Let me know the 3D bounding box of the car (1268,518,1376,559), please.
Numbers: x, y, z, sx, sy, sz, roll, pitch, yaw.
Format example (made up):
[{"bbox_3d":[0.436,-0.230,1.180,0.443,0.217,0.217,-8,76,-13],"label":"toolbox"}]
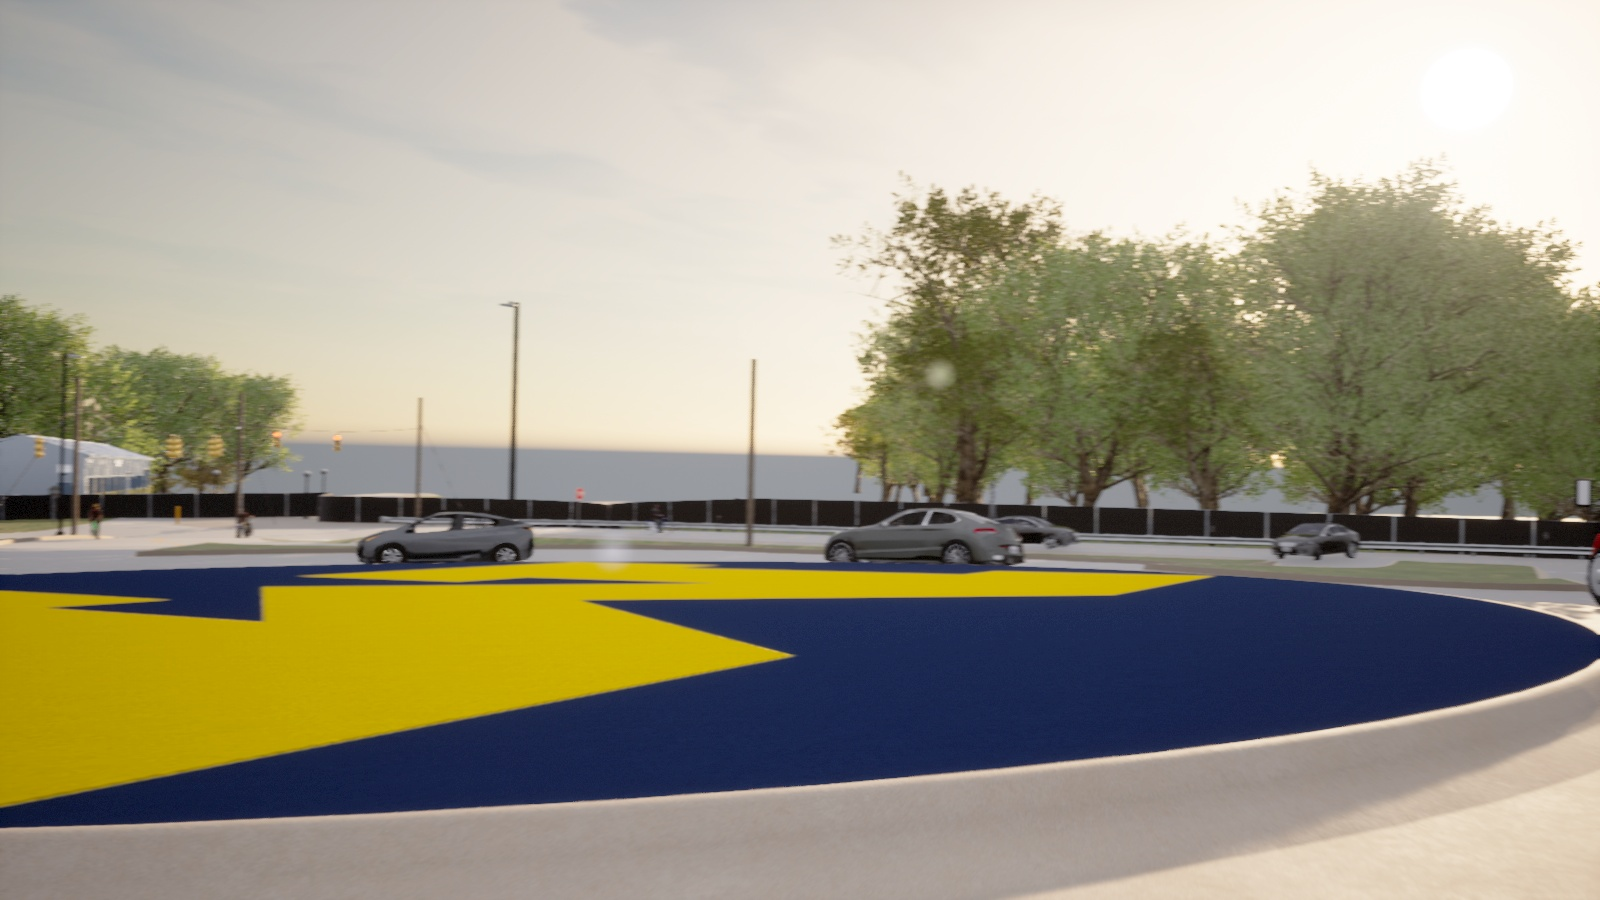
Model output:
[{"bbox_3d":[21.956,3.688,52.745,4.902,1.511,2.128,1,-2,-40],"label":"car"}]

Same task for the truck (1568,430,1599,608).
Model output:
[{"bbox_3d":[12.046,0.936,16.170,2.627,2.467,5.204,1,-2,19],"label":"truck"}]

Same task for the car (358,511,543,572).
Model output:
[{"bbox_3d":[-9.161,2.379,32.899,4.514,1.525,2.007,1,-4,-20],"label":"car"}]

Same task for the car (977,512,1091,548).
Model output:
[{"bbox_3d":[11.129,3.795,59.732,4.902,1.511,2.128,-1,-1,30],"label":"car"}]

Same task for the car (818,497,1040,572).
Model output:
[{"bbox_3d":[3.133,2.100,31.055,5.027,1.651,2.152,-2,-7,36],"label":"car"}]

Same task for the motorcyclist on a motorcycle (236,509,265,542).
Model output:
[{"bbox_3d":[-28.855,3.981,65.966,0.766,1.649,2.350,1,-6,-8],"label":"motorcyclist on a motorcycle"}]
